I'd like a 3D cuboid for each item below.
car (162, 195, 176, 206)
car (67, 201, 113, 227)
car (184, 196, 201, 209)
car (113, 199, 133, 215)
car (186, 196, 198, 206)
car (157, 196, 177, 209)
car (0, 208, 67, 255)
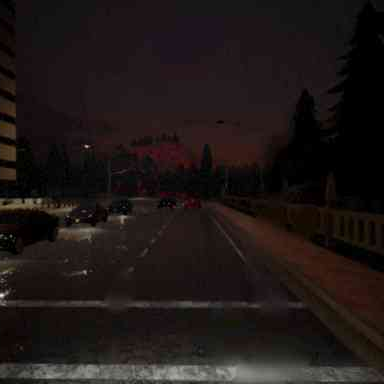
[{"bbox_3d":[-3.521,1.357,52.764,1.882,1.535,5.008,0,0,0],"label":"car"},{"bbox_3d":[-7.096,1.492,22.913,1.812,1.442,4.674,0,0,0],"label":"car"},{"bbox_3d":[0.082,1.247,43.994,2.097,1.767,4.553,0,0,0],"label":"car"},{"bbox_3d":[-7.092,1.444,33.007,1.837,1.490,4.892,0,0,0],"label":"car"},{"bbox_3d":[-0.022,1.397,53.007,1.812,1.442,4.674,0,0,0],"label":"car"},{"bbox_3d":[-3.412,1.453,42.941,2.033,1.411,5.357,0,0,0],"label":"car"},{"bbox_3d":[-7.095,1.469,13.527,1.882,1.535,5.008,0,0,0],"label":"car"}]
